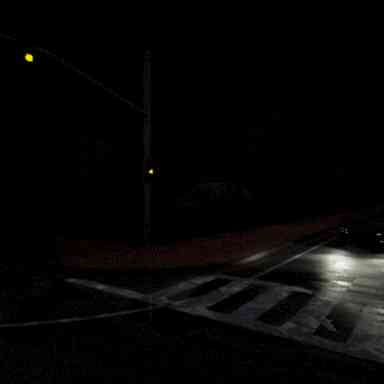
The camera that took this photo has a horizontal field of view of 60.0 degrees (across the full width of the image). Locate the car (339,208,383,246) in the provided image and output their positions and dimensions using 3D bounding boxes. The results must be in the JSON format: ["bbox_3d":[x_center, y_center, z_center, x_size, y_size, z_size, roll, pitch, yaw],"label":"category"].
[{"bbox_3d":[7.944,1.477,14.807,1.882,1.535,5.008,0,0,35],"label":"car"}]
